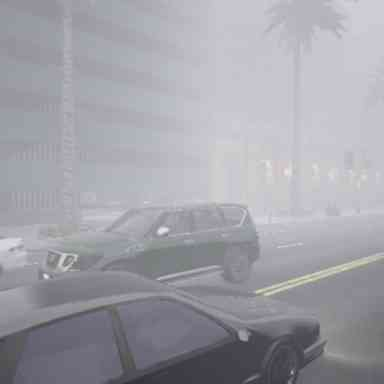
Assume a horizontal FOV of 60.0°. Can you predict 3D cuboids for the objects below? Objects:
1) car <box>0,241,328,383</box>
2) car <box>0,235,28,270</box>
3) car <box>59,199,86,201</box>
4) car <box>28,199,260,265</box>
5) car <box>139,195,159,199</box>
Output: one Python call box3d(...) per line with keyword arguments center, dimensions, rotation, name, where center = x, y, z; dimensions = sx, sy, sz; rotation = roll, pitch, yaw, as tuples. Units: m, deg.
box3d(center=(-0.881, 1.579, 3.266), dimensions=(5.357, 1.411, 2.033), rotation=(0, 0, -38), name="car")
box3d(center=(-6.566, 1.629, 8.057), dimensions=(4.674, 1.442, 1.812), rotation=(0, 0, -36), name="car")
box3d(center=(-17.203, 1.924, 50.676), dimensions=(4.718, 1.301, 1.895), rotation=(0, 0, -40), name="car")
box3d(center=(-0.651, 1.284, 8.120), dimensions=(5.566, 2.045, 2.150), rotation=(0, 0, -40), name="car")
box3d(center=(-4.649, 1.311, 37.070), dimensions=(5.566, 2.045, 2.435), rotation=(0, 0, -40), name="car")
